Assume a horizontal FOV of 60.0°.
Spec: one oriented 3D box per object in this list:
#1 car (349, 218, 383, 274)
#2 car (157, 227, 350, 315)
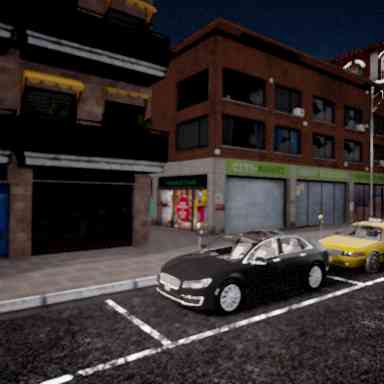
[{"bbox_3d":[5.723,1.540,10.627,4.829,1.417,1.752,0,1,-35],"label":"car"},{"bbox_3d":[1.325,1.558,7.490,4.403,1.369,2.008,0,1,-35],"label":"car"}]
